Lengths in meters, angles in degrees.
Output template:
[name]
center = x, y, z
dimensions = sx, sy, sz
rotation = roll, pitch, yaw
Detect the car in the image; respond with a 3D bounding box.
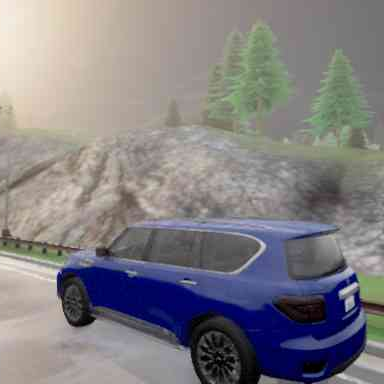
[car]
center = -0.158, 1.446, 5.697
dimensions = 5.566, 2.045, 2.150
rotation = -1, -3, 41
